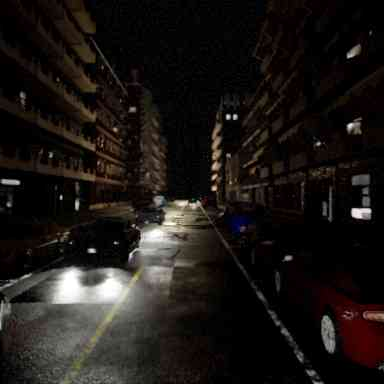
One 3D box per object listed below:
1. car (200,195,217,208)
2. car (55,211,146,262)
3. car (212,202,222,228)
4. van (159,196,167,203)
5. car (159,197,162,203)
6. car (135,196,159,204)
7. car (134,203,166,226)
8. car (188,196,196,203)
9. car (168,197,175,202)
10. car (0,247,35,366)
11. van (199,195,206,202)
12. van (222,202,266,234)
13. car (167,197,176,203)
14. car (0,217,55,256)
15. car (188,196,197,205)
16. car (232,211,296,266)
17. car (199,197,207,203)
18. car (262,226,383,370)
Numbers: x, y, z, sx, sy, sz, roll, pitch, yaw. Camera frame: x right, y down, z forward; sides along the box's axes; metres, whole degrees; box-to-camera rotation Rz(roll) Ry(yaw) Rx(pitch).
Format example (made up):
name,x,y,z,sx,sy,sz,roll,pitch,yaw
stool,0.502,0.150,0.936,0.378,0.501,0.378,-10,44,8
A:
name,x,y,z,sx,sy,sz,roll,pitch,yaw
car,2.743,1.554,51.129,2.192,1.841,5.009,0,0,0
car,-3.081,1.613,12.203,1.994,1.385,4.181,0,0,0
car,2.716,1.653,22.818,2.008,1.369,4.403,1,0,0
van,-5.632,1.603,56.798,1.690,1.788,3.998,0,0,0
car,-5.643,1.755,45.472,2.008,1.369,4.403,1,0,0
car,-5.647,1.491,39.812,2.192,1.841,5.009,1,0,0
car,-2.981,1.705,24.236,1.895,1.301,4.718,0,0,0
car,0.069,1.764,79.379,1.882,1.535,5.008,0,0,0
car,-5.605,1.977,90.599,1.752,1.417,4.829,0,0,0
car,-3.098,1.513,2.092,1.837,1.490,4.892,0,0,0
van,2.777,1.801,90.763,1.690,1.788,3.998,0,0,0
van,2.713,1.417,17.157,1.690,1.788,3.998,1,0,0
car,-5.610,1.944,84.936,1.752,1.417,4.829,0,0,0
car,-5.673,1.569,11.330,1.752,1.417,4.829,1,0,0
car,0.062,1.866,68.956,2.033,1.411,5.357,0,0,0
car,2.707,1.596,11.493,1.887,1.381,4.507,1,0,0
car,2.770,1.992,85.099,1.947,1.339,4.313,0,0,0
car,2.702,1.572,5.832,1.887,1.381,4.507,1,0,0
